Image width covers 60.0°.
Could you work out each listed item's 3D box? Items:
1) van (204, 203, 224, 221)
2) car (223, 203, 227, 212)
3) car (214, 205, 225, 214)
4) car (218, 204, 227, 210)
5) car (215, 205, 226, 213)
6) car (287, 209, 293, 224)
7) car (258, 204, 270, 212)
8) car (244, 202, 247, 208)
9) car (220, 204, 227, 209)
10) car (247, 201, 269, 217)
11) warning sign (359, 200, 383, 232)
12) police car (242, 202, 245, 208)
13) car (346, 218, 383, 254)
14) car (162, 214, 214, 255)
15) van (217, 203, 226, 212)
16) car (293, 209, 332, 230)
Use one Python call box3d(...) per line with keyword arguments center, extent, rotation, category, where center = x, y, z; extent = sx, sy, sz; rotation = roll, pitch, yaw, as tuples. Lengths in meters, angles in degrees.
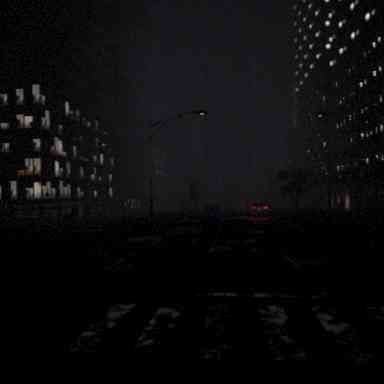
box3d(center=(2.346, 2.330, 37.658), extent=(1.690, 1.788, 3.998), rotation=(-2, -2, 7), category="van")
box3d(center=(4.310, 2.977, 54.407), extent=(2.008, 1.369, 4.403), rotation=(-2, -2, 7), category="car")
box3d(center=(4.942, 3.095, 59.825), extent=(1.752, 1.417, 4.829), rotation=(-2, -2, 7), category="car")
box3d(center=(7.572, 3.717, 82.333), extent=(1.887, 1.381, 4.507), rotation=(-2, -2, 7), category="car")
box3d(center=(5.615, 3.268, 65.578), extent=(1.887, 1.381, 4.507), rotation=(-2, -2, 7), category="car")
box3d(center=(10.023, 2.225, 31.099), extent=(1.947, 1.339, 4.313), rotation=(-2, -2, 7), category="car")
box3d(center=(13.938, 3.119, 64.610), extent=(1.802, 1.307, 4.206), rotation=(-2, -2, 7), category="car")
box3d(center=(10.428, 2.858, 56.840), extent=(1.882, 1.535, 5.008), rotation=(-1, -2, 7), category="car")
box3d(center=(8.877, 4.025, 93.503), extent=(2.008, 1.369, 4.403), rotation=(-2, -2, 7), category="car")
box3d(center=(9.204, 2.327, 46.414), extent=(2.150, 2.045, 5.566), rotation=(-1, -2, 7), category="car")
box3d(center=(11.195, 1.458, 20.502), extent=(1.300, 1.860, 1.060), rotation=(0, -1, 7), category="warning sign")
box3d(center=(15.182, 3.696, 90.620), extent=(1.930, 1.638, 5.238), rotation=(-1, -2, 7), category="police car")
box3d(center=(8.066, 1.783, 14.343), extent=(2.008, 1.369, 4.403), rotation=(-2, -2, 7), category="car")
box3d(center=(-0.256, 1.969, 15.309), extent=(2.008, 1.369, 4.403), rotation=(-2, -2, 7), category="car")
box3d(center=(6.260, 3.214, 71.169), extent=(1.690, 1.788, 3.998), rotation=(-2, -2, 7), category="van")
box3d(center=(9.371, 2.082, 25.513), extent=(1.947, 1.339, 4.313), rotation=(-2, -2, 7), category="car")
